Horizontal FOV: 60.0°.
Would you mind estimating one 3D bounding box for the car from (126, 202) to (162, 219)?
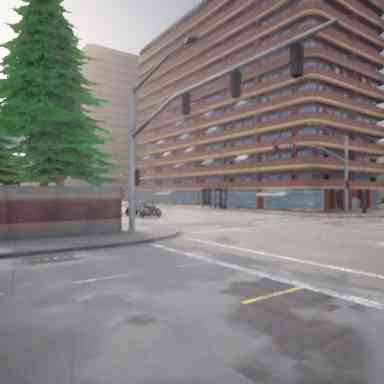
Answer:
[{"bbox_3d":[-4.444,1.645,30.691,1.994,1.385,4.181,0,0,-35],"label":"car"}]

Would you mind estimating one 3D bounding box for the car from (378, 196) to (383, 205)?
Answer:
[{"bbox_3d":[32.405,1.594,60.186,2.128,1.511,4.902,0,0,-8],"label":"car"}]
